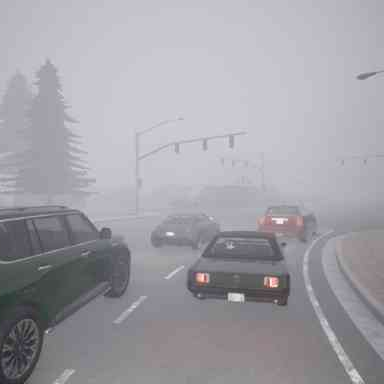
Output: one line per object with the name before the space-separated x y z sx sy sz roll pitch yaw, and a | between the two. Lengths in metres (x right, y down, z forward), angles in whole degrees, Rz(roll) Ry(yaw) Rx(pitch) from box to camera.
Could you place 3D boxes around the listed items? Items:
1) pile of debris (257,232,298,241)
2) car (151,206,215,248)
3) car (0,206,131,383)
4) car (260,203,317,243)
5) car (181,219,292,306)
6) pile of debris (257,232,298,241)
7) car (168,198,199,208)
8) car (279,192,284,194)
pile of debris | 4.182 2.150 16.133 1.500 0.140 1.860 0 0 29
car | -0.127 1.549 14.454 1.994 1.385 4.181 0 0 20
car | -2.788 1.222 5.493 2.150 2.045 5.566 0 0 8
car | 4.802 1.325 16.374 2.097 1.767 4.553 0 0 27
car | 1.328 1.590 8.096 1.895 1.301 4.718 0 0 14
pile of debris | 4.182 2.150 16.133 1.500 0.140 1.860 0 0 29
car | -1.177 1.532 45.582 4.674 1.442 1.812 0 0 41
car | 24.759 1.056 92.184 4.605 1.855 1.932 0 0 40
